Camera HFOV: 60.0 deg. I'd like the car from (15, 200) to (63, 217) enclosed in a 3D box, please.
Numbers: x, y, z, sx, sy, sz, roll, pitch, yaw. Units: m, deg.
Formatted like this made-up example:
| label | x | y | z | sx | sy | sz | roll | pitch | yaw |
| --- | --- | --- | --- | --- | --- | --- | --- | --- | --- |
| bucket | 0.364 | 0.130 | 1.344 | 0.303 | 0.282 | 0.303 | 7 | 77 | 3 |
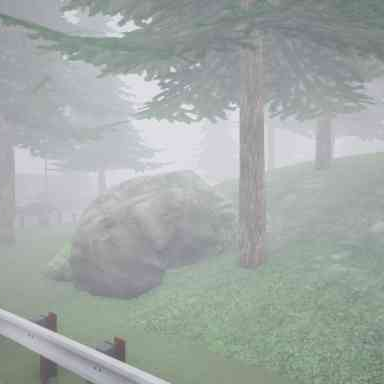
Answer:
| label | x | y | z | sx | sy | sz | roll | pitch | yaw |
| --- | --- | --- | --- | --- | --- | --- | --- | --- | --- |
| car | -13.278 | 1.490 | 27.867 | 1.837 | 1.490 | 4.892 | 0 | 0 | 35 |
